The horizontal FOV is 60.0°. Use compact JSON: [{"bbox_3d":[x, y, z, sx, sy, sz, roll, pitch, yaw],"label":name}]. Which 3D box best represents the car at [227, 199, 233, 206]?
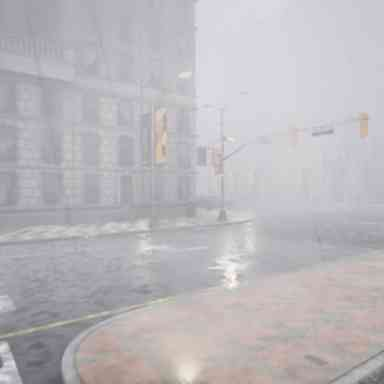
[{"bbox_3d":[3.721,1.272,46.502,1.812,1.442,4.674,-1,0,-36],"label":"car"}]

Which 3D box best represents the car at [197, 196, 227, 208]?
[{"bbox_3d":[1.746,1.267,43.250,2.128,1.511,4.902,-1,0,-36],"label":"car"}]
